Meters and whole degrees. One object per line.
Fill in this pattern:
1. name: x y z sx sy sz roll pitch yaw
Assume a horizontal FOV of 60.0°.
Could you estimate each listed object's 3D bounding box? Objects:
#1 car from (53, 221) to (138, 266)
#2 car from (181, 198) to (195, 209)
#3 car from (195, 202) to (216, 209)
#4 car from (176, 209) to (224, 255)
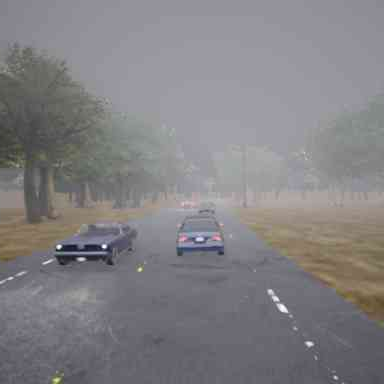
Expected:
1. car: -3.378 1.801 12.513 1.895 1.301 4.718 -1 0 2
2. car: -0.561 1.826 53.802 2.097 1.767 4.553 -1 0 6
3. car: 1.811 1.846 38.805 2.033 1.411 5.357 0 0 5
4. car: 0.359 1.706 14.105 2.033 1.411 5.357 -2 0 2
